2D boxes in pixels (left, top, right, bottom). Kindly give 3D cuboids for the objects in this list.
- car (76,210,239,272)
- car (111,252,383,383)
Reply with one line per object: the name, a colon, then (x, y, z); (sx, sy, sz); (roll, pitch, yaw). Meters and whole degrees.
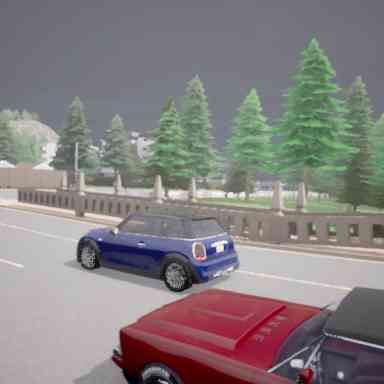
car: (-1.071, 1.302, 9.033); (4.553, 1.767, 2.097); (2, 1, 35)
car: (1.486, 1.602, 2.930); (4.718, 1.301, 1.895); (0, 0, 35)
